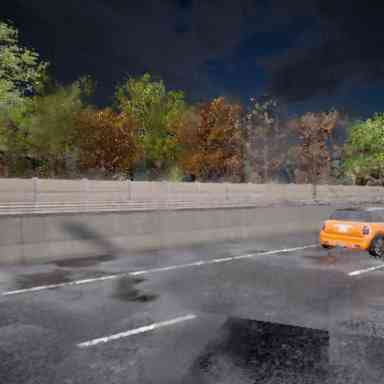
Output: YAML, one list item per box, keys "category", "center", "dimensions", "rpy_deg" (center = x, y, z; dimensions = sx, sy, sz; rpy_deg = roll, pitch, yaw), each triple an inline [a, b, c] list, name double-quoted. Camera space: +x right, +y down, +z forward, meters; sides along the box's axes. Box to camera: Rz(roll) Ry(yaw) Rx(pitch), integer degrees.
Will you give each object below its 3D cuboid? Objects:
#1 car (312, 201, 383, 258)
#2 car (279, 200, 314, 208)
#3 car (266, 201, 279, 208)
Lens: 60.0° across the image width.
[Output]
- category: "car"
  center: [7.143, 1.372, 13.150]
  dimensions: [4.553, 1.767, 2.097]
  rpy_deg: [0, 0, -35]
- category: "car"
  center: [11.313, 1.653, 33.563]
  dimensions: [4.718, 1.301, 1.895]
  rpy_deg: [0, 0, -35]
- category: "car"
  center: [10.093, 1.619, 36.988]
  dimensions: [4.181, 1.385, 1.994]
  rpy_deg: [0, 0, -35]
